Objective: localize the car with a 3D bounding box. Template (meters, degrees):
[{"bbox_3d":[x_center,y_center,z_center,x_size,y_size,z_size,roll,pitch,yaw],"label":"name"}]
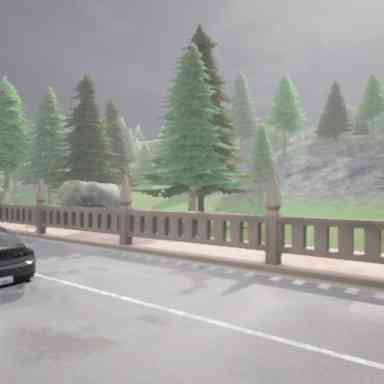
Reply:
[{"bbox_3d":[-5.702,1.506,8.059,4.892,1.490,1.837,1,0,35],"label":"car"}]
